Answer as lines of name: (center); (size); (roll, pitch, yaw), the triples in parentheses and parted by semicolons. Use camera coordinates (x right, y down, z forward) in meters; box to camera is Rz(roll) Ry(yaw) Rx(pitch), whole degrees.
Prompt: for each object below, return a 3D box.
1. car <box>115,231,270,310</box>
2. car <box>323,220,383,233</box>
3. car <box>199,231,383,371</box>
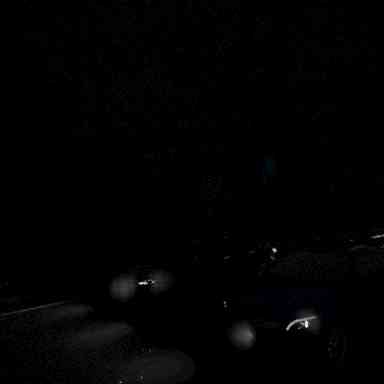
car: (0.351, 1.858, 8.874); (4.892, 1.490, 1.837); (0, -3, -40)
car: (7.132, 1.947, 14.656); (4.181, 1.385, 1.994); (0, -3, -40)
car: (2.531, 1.709, 6.136); (4.674, 1.442, 1.812); (0, -3, -40)
